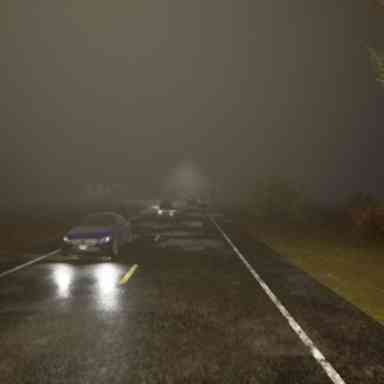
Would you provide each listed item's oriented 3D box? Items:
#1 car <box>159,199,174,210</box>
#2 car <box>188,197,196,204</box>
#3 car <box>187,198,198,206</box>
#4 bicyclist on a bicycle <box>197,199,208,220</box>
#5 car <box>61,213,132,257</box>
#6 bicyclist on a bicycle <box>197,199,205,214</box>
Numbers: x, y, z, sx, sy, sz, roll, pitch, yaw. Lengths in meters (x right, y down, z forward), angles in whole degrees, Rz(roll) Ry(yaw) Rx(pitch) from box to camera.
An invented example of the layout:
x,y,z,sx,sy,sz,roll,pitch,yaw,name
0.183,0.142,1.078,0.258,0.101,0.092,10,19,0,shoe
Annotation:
x,y,z,sx,sy,sz,roll,pitch,yaw,name
-3.574,1.672,46.974,1.882,1.535,5.008,0,0,0,car
0.003,1.894,75.045,1.895,1.301,4.718,0,0,0,car
0.055,1.810,59.309,1.994,1.385,4.181,0,0,1,car
0.963,1.482,26.792,0.659,1.776,1.843,0,0,0,bicyclist on a bicycle
-3.600,1.581,13.328,1.812,1.442,4.674,0,0,0,car
0.948,1.587,36.242,0.866,1.612,1.509,0,0,0,bicyclist on a bicycle
